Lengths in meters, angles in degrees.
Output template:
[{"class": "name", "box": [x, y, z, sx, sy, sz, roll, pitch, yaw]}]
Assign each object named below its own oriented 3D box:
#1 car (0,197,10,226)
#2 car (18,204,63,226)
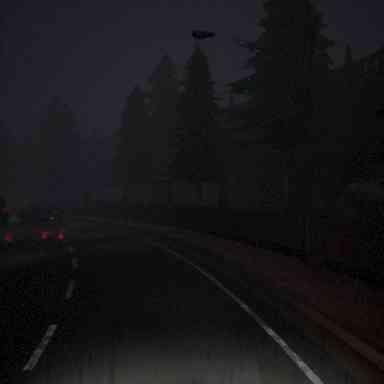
[{"class": "car", "box": [-14.785, 1.359, 23.456, 5.566, 2.045, 2.150, 0, 0, 43]}, {"class": "car", "box": [-11.422, 1.613, 24.914, 2.128, 1.511, 4.902, 0, 0, -45]}]
